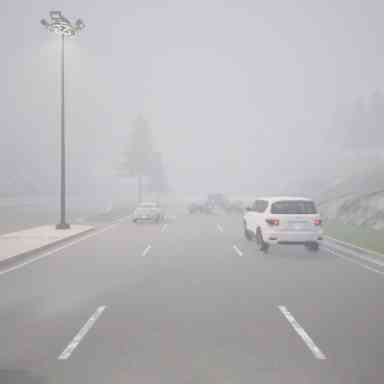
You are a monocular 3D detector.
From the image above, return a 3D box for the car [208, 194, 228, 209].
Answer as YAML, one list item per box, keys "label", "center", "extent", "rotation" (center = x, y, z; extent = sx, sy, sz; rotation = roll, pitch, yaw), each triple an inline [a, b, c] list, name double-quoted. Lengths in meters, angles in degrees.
- label: "car"
  center: [3.434, 1.221, 44.494]
  extent: [2.150, 2.045, 5.566]
  rotation: [0, 0, 16]

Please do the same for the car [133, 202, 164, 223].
- label: "car"
  center: [-3.308, 1.526, 25.693]
  extent: [1.812, 1.442, 4.674]
  rotation: [0, 0, 1]

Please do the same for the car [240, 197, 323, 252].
- label: "car"
  center: [3.604, 1.221, 14.034]
  extent: [2.150, 2.045, 5.566]
  rotation: [0, 0, 0]

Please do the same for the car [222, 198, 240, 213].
- label: "car"
  center: [4.788, 1.601, 36.355]
  extent: [1.895, 1.301, 4.718]
  rotation: [0, 0, 13]

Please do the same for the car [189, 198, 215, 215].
- label: "car"
  center: [0.955, 1.601, 34.438]
  extent: [1.895, 1.301, 4.718]
  rotation: [0, 0, 9]
